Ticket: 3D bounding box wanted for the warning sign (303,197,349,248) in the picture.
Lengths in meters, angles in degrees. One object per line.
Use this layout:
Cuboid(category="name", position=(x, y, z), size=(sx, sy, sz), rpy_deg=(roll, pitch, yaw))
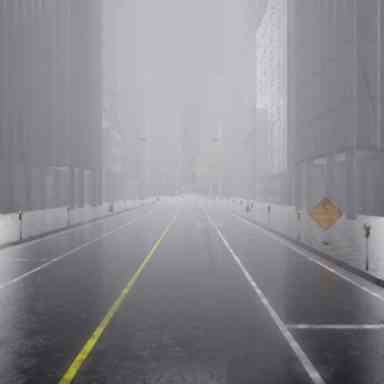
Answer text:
Cuboid(category="warning sign", position=(5.066, 1.113, 12.650), size=(1.300, 1.860, 1.060), rpy_deg=(0, 0, 0))
